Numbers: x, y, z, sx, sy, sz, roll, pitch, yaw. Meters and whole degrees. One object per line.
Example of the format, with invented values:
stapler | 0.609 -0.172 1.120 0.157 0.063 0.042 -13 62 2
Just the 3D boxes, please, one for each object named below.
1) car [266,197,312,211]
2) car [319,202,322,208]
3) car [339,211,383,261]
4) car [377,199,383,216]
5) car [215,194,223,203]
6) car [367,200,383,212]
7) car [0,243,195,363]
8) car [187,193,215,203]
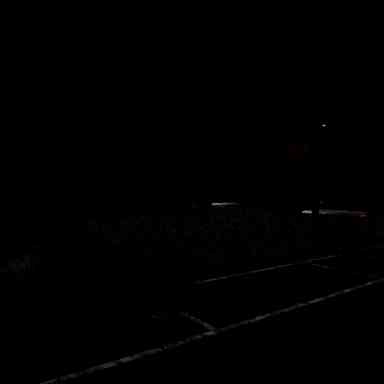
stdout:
car | 9.704 1.181 34.339 1.994 1.385 4.181 0 1 -35
car | 11.899 1.211 36.879 1.895 1.301 4.718 0 1 -35
car | 6.837 1.552 11.449 4.403 1.369 2.008 0 0 -35
car | 18.303 1.366 28.119 1.994 1.385 4.181 0 1 -38
car | 2.754 0.862 49.953 1.812 1.442 4.674 0 1 -35
car | 15.814 1.305 25.008 2.128 1.511 4.902 0 1 -31
car | -2.061 1.545 5.172 4.507 1.381 1.887 0 0 -35
car | 0.770 0.875 47.103 1.812 1.442 4.674 0 1 -35
